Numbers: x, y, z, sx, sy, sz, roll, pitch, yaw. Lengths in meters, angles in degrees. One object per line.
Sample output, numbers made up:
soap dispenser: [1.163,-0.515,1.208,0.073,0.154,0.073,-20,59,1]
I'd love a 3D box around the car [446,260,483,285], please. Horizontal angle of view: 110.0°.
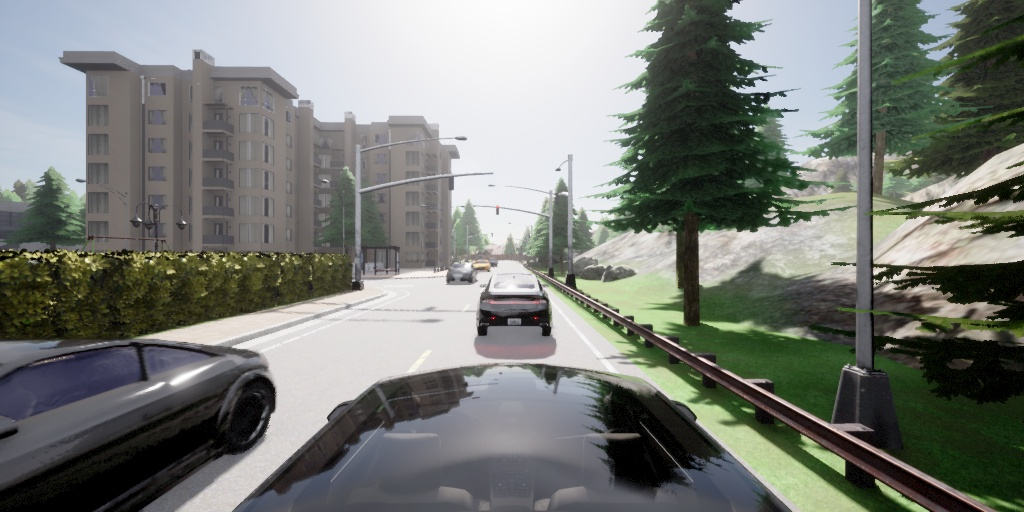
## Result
car: [-3.640,1.234,26.457,2.128,1.511,4.902,0,0,0]

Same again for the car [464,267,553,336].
car: [0.062,1.242,10.370,2.128,1.511,4.902,0,0,0]

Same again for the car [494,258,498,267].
car: [-3.637,1.100,65.375,2.097,1.767,4.553,0,0,0]

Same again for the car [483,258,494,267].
car: [-3.683,1.227,44.494,1.882,1.535,5.008,0,0,0]

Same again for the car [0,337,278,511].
car: [-3.651,1.314,2.318,1.994,1.385,4.181,0,0,1]
